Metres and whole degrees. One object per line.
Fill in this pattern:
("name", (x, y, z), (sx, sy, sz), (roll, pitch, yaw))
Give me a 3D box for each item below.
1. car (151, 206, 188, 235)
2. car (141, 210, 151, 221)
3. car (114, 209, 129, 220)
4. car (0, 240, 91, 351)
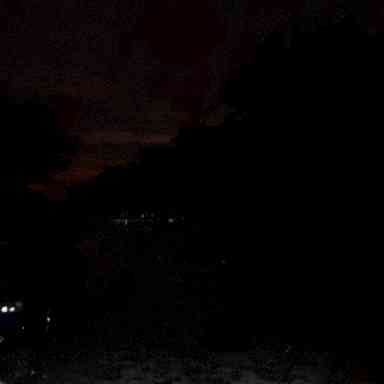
("car", (-1.521, 1.829, 22.294), (2.097, 1.767, 4.553), (0, -2, -7))
("car", (-5.308, 2.914, 42.103), (1.994, 1.385, 4.181), (0, -3, -14))
("car", (-10.249, 3.189, 48.166), (2.128, 1.511, 4.902), (1, -3, -16))
("car", (-3.326, 1.654, 6.317), (1.994, 1.385, 4.181), (0, -1, -3))
